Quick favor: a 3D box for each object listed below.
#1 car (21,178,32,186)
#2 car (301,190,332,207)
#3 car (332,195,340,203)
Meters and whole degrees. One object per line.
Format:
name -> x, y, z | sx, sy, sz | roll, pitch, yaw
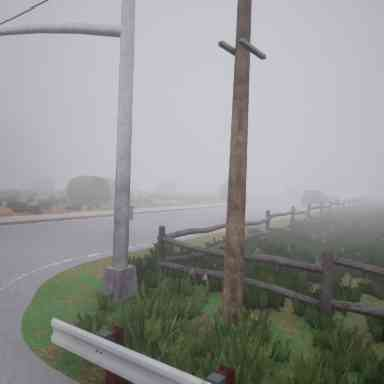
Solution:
car -> -39.132, -2.293, 79.214 | 1.905, 1.878, 3.866 | 8, 2, -13
car -> 15.453, 0.816, 41.801 | 2.150, 2.045, 5.566 | 3, 2, 34
car -> 21.206, 1.138, 50.698 | 1.994, 1.385, 4.181 | 3, 2, 33
